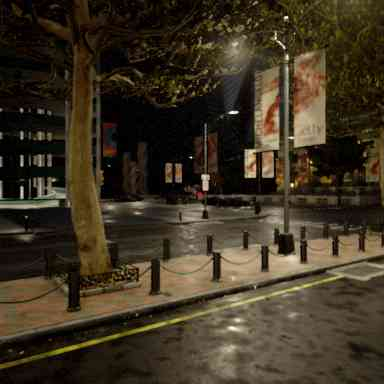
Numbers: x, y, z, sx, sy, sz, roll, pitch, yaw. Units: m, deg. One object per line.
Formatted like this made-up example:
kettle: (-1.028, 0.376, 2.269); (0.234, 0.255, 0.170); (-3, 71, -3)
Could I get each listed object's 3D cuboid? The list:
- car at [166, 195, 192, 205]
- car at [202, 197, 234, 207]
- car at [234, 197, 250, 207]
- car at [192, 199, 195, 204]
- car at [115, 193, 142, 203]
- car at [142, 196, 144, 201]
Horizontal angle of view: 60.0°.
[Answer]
car: (-2.642, 1.337, 58.732); (2.097, 1.767, 4.553); (0, 0, -38)
car: (3.522, 1.462, 50.230); (1.882, 1.535, 5.008); (0, 0, -35)
car: (6.582, 1.530, 51.978); (2.033, 1.411, 5.357); (0, 0, -35)
car: (-1.361, 1.508, 62.878); (1.812, 1.442, 4.674); (0, 0, -38)
car: (-13.811, 1.524, 69.865); (5.357, 1.411, 2.033); (0, 0, 33)
car: (-13.332, 1.209, 73.634); (5.566, 2.045, 2.150); (0, 0, 30)
